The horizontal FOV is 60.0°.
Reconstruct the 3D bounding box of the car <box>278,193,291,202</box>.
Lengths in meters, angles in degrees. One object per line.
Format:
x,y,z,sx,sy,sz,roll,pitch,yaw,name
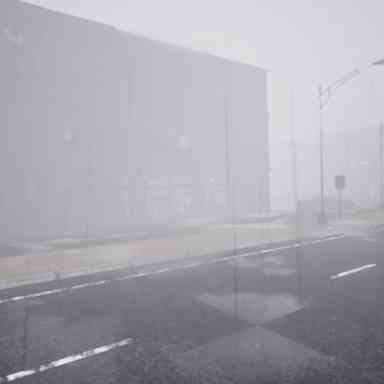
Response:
13.382,0.859,50.877,1.802,1.307,4.206,-3,1,-36,car

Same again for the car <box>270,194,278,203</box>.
9.045,1.025,47.010,2.033,1.411,5.357,-3,1,-36,car

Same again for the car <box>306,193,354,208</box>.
14.571,0.988,34.645,1.947,1.339,4.313,-3,1,-36,car

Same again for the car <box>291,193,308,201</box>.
16.608,0.765,46.379,2.008,1.369,4.403,-3,1,-36,car
